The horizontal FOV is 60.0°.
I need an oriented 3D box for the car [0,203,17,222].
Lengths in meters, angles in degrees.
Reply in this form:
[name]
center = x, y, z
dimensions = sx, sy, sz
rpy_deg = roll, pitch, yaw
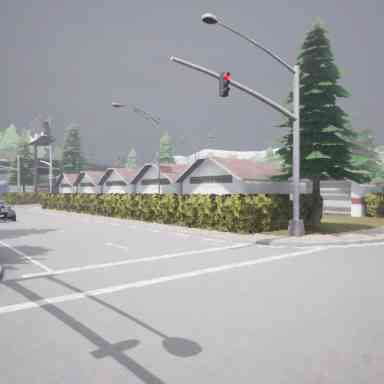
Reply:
[car]
center = -14.695, 1.511, 25.132
dimensions = 1.994, 1.385, 4.181
rpy_deg = 0, 0, -40
